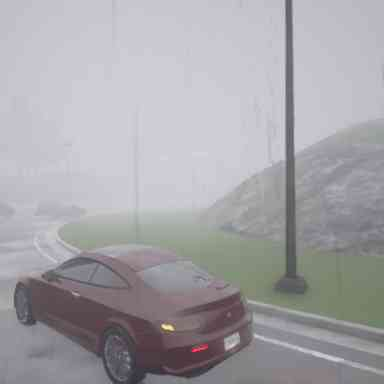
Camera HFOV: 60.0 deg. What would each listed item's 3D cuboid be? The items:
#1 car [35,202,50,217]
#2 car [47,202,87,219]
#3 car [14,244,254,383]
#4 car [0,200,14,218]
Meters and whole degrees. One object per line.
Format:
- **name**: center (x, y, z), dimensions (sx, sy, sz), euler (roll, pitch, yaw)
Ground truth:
- **car**: center (-16.210, 1.945, 38.822), dimensions (2.097, 1.767, 4.553), euler (0, -1, 6)
- **car**: center (-13.127, 2.091, 36.016), dimensions (2.033, 1.411, 5.357), euler (0, -1, 4)
- **car**: center (-1.232, 1.607, 5.455), dimensions (4.674, 1.442, 1.812), euler (-1, -1, 42)
- **car**: center (-20.153, 1.758, 33.411), dimensions (2.150, 2.045, 5.566), euler (0, 0, -1)
